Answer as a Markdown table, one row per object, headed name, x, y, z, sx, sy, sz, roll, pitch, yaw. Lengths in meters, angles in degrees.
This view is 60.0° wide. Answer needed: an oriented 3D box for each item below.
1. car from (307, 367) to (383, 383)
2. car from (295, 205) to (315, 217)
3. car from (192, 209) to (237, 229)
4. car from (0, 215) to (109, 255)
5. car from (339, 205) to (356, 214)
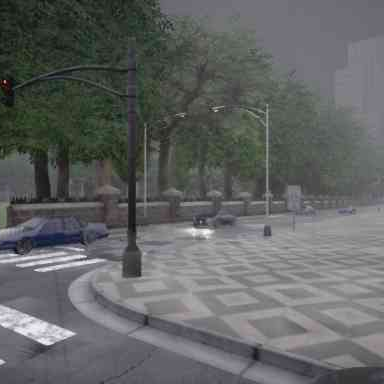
| name | x | y | z | sx | sy | sz | roll | pitch | yaw |
| --- | --- | --- | --- | --- | --- | --- | --- | --- | --- |
| car | 2.466 | 1.551 | 1.209 | 4.403 | 1.369 | 2.008 | 0 | 0 | 35 |
| car | 15.137 | 2.495 | 44.722 | 1.812 | 1.442 | 4.674 | 0 | -1 | 36 |
| car | 1.789 | 2.045 | 25.858 | 1.994 | 1.385 | 4.181 | 0 | -1 | 35 |
| car | -6.164 | 1.749 | 14.554 | 2.033 | 1.411 | 5.357 | 0 | -1 | 35 |
| car | 24.865 | 2.780 | 53.091 | 2.033 | 1.411 | 5.357 | 0 | -1 | 34 |
